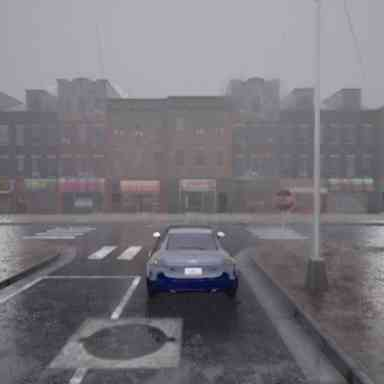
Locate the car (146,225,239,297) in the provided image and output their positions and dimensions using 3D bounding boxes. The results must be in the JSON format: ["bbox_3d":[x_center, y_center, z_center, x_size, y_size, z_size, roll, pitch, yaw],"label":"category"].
[{"bbox_3d":[-0.066,1.535,8.589,1.994,1.385,4.181,0,0,-3],"label":"car"}]
